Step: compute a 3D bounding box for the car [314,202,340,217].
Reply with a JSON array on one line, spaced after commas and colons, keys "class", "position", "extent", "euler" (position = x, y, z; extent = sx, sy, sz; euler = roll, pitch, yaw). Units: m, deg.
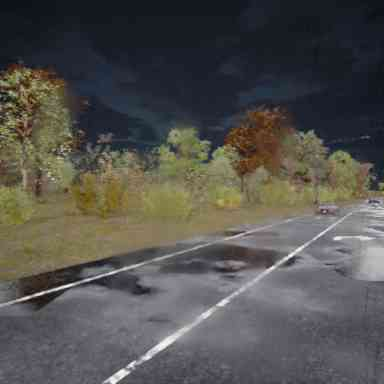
[{"class": "car", "position": [13.532, 1.678, 33.210], "extent": [1.994, 1.385, 4.181], "euler": [1, 0, 29]}]

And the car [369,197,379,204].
[{"class": "car", "position": [41.878, 1.948, 76.652], "extent": [1.994, 1.385, 4.181], "euler": [1, 0, 29]}]
